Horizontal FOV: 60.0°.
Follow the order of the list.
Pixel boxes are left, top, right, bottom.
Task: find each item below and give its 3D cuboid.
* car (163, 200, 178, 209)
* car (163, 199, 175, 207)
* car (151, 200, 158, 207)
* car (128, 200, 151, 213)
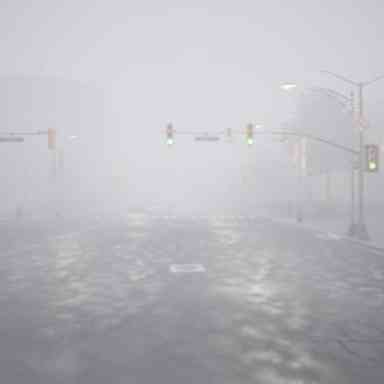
[{"bbox_3d":[-3.553,2.161,59.167,1.882,1.535,5.008,0,-1,1],"label":"car"},{"bbox_3d":[-4.998,2.343,70.883,1.812,1.442,4.674,0,-1,-14],"label":"car"},{"bbox_3d":[-8.583,2.414,70.679,1.895,1.301,4.718,0,-1,-18],"label":"car"},{"bbox_3d":[-7.125,2.077,44.440,2.033,1.411,5.357,0,0,0],"label":"car"}]
